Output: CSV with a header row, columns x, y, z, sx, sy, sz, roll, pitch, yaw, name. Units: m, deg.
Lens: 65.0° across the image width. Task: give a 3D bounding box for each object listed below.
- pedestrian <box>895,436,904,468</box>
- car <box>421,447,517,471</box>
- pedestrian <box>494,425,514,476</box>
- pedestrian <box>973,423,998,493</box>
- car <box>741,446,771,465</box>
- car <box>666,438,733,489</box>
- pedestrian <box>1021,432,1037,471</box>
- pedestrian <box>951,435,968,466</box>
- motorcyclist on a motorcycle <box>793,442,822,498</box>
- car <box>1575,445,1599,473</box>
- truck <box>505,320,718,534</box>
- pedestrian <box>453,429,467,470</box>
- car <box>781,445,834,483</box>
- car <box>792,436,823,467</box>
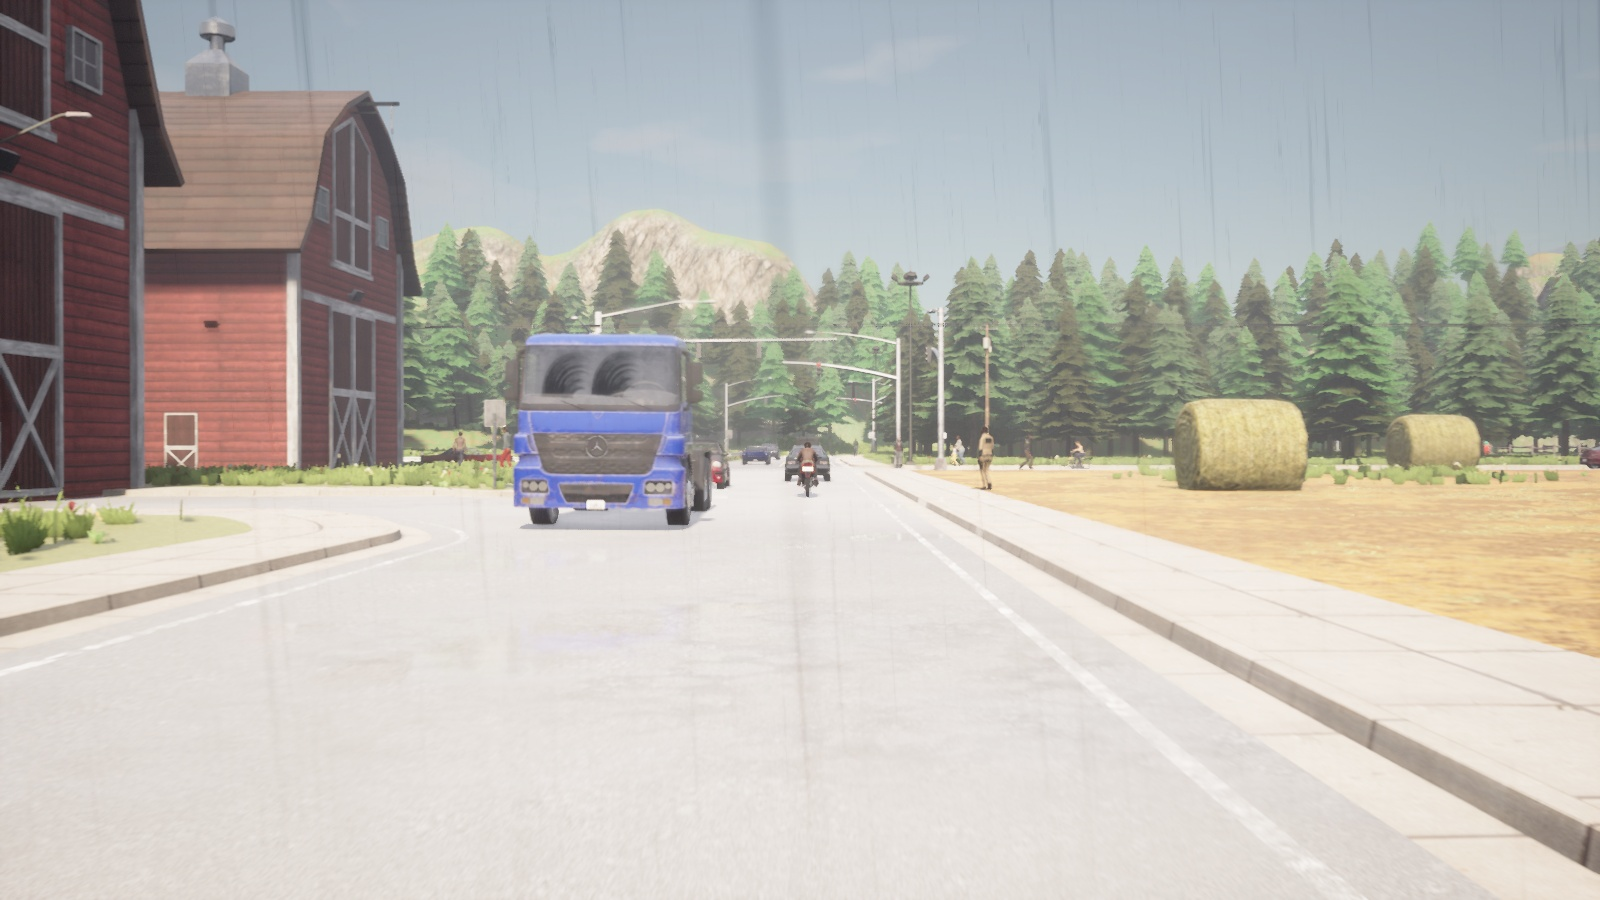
x,y,z,sx,sy,sz,roll,pitch,yaw,name
5.826,0.136,73.559,0.376,1.854,0.720,0,0,-6,pedestrian
-17.947,0.475,68.175,4.718,1.301,1.895,0,0,1,car
-10.759,0.019,45.713,0.614,1.847,0.353,0,0,18,pedestrian
5.195,0.213,35.216,0.396,1.930,0.692,0,0,-20,pedestrian
-2.993,0.357,86.562,1.895,1.301,4.718,0,0,0,car
-3.250,0.410,41.184,1.851,1.617,3.988,0,0,0,car
11.535,0.072,63.274,0.692,1.930,0.395,0,0,23,pedestrian
9.479,0.014,74.844,0.900,1.855,0.874,0,0,0,pedestrian
0.215,0.532,35.071,0.797,1.523,2.044,0,0,0,motorcyclist on a motorcycle
44.058,0.459,66.699,4.674,1.442,1.812,0,0,1,car
-3.338,-0.422,24.489,2.891,3.462,7.936,1,1,0,truck
-15.143,-0.008,55.955,0.328,1.805,0.869,0,0,3,pedestrian
0.302,0.509,50.083,2.033,1.411,5.357,0,0,0,car
0.460,0.102,78.155,1.905,1.878,3.866,0,0,0,car
